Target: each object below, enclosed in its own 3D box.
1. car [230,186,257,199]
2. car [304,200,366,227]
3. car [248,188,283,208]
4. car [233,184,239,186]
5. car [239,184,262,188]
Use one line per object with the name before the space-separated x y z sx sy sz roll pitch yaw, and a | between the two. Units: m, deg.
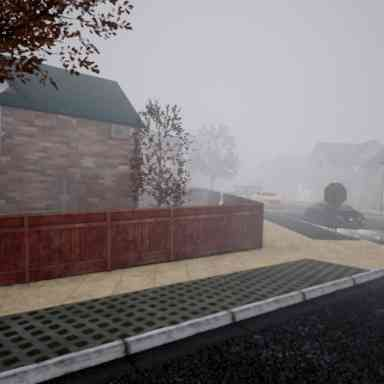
car | 6.581 0.306 44.111 2.128 1.511 4.902 1 2 -3
car | 8.147 1.173 19.266 1.994 1.385 4.181 1 2 -4
car | 7.300 0.659 32.509 1.882 1.535 5.008 1 2 -4
car | 8.441 -0.386 60.966 2.150 2.045 5.566 1 2 -4
car | 9.123 -0.071 50.247 2.150 2.045 5.566 1 2 -4
